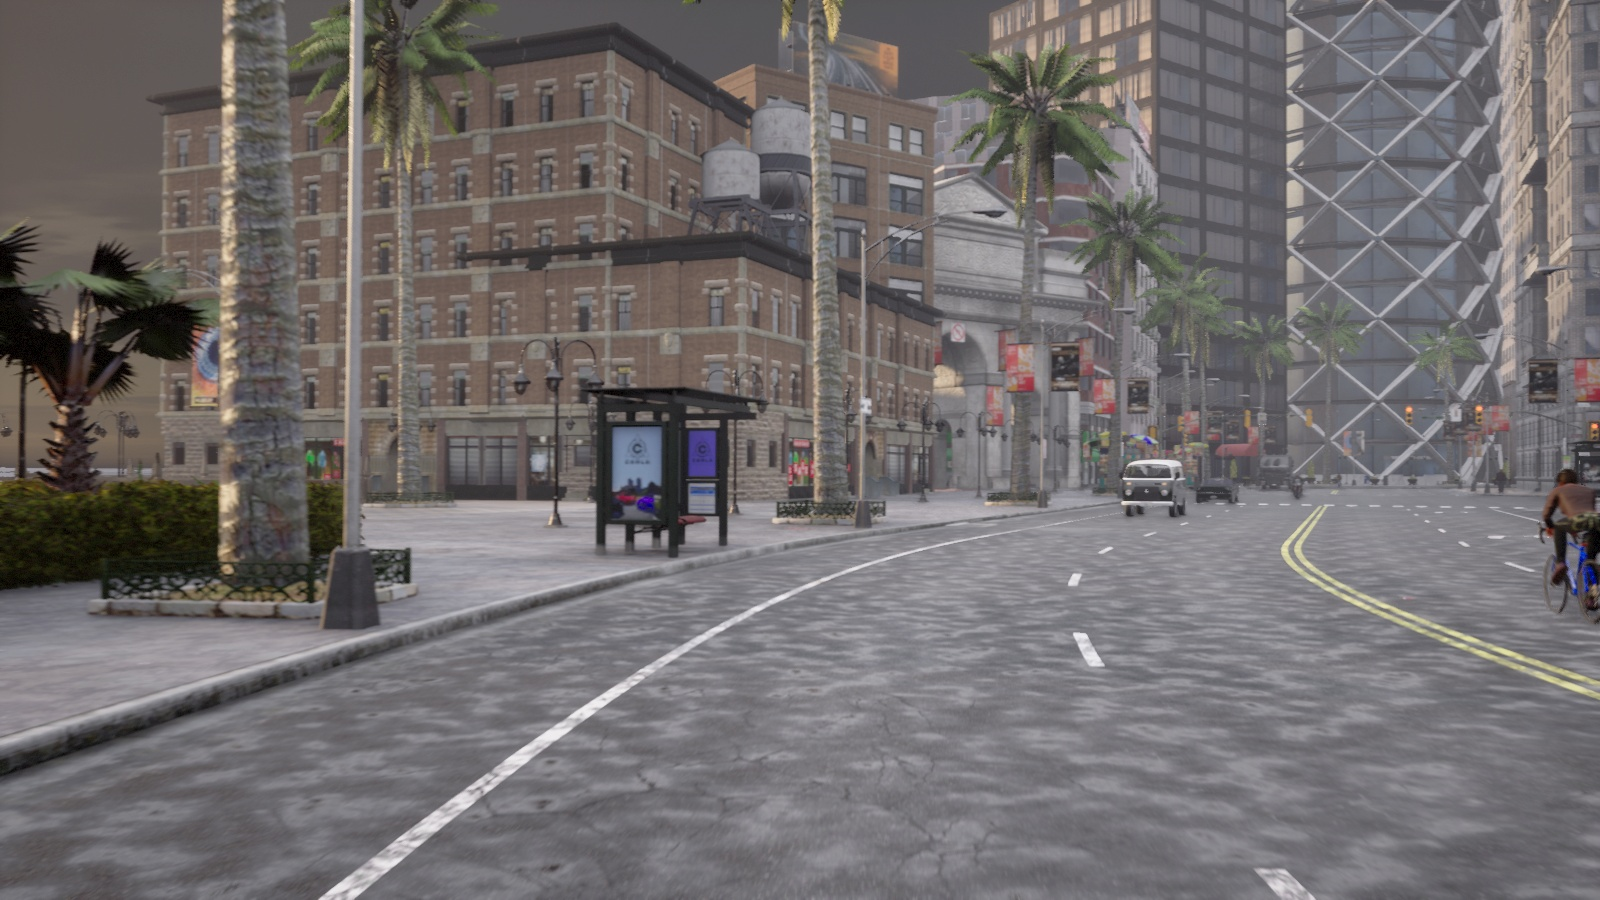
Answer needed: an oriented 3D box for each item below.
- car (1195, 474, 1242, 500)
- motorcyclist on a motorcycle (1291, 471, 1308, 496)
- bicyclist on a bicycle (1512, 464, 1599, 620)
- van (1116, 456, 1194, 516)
[{"bbox_3d":[22.177,1.955,66.453,1.895,1.301,4.718,-1,-1,24],"label":"car"},{"bbox_3d":[30.397,2.030,76.463,0.866,1.530,2.191,-1,-1,24],"label":"motorcyclist on a motorcycle"},{"bbox_3d":[8.458,0.971,13.819,0.582,1.620,1.656,0,-1,12],"label":"bicyclist on a bicycle"},{"bbox_3d":[12.825,1.253,45.180,2.069,2.038,4.480,-1,-1,24],"label":"van"}]
